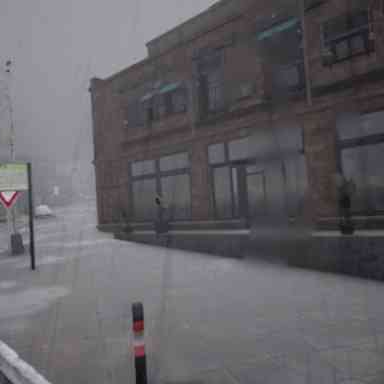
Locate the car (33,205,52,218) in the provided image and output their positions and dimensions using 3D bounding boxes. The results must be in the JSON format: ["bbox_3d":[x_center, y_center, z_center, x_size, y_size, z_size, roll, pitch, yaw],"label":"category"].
[{"bbox_3d":[-18.665,2.410,41.471,1.812,1.442,4.674,-2,-1,-29],"label":"car"}]
